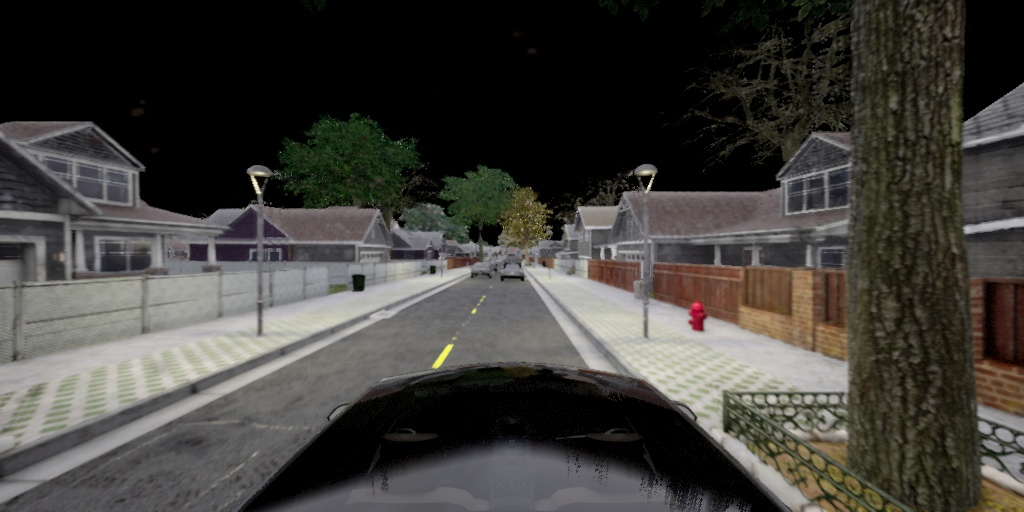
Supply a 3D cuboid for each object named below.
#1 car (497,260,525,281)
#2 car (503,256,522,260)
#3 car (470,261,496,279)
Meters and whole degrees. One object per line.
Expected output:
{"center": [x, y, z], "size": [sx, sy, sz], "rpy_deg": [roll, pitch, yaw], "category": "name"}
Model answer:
{"center": [0.040, 1.309, 29.950], "size": [1.994, 1.385, 4.181], "rpy_deg": [0, 0, 0], "category": "car"}
{"center": [0.094, 0.980, 44.501], "size": [2.150, 2.045, 5.566], "rpy_deg": [0, 0, 1], "category": "car"}
{"center": [-2.721, 1.253, 33.204], "size": [1.837, 1.490, 4.892], "rpy_deg": [0, 0, 0], "category": "car"}
